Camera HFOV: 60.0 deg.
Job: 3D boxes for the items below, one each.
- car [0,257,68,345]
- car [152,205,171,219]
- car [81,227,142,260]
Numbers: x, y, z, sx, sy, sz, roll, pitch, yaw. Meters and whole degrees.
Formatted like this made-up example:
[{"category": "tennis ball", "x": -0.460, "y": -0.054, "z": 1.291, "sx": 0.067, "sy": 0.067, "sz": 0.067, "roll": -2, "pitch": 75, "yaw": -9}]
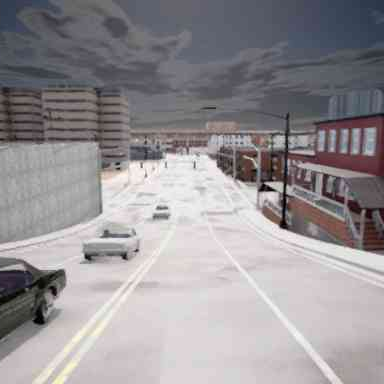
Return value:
[{"category": "car", "x": -3.604, "y": 1.736, "z": 4.930, "sx": 1.895, "sy": 1.301, "sz": 4.718, "roll": 0, "pitch": -3, "yaw": 0}, {"category": "car", "x": -3.552, "y": 2.258, "z": 39.273, "sx": 1.895, "sy": 1.301, "sz": 4.718, "roll": 0, "pitch": 6, "yaw": 0}, {"category": "car", "x": -3.609, "y": 2.356, "z": 15.721, "sx": 1.895, "sy": 1.301, "sz": 4.718, "roll": 0, "pitch": -3, "yaw": 0}]
